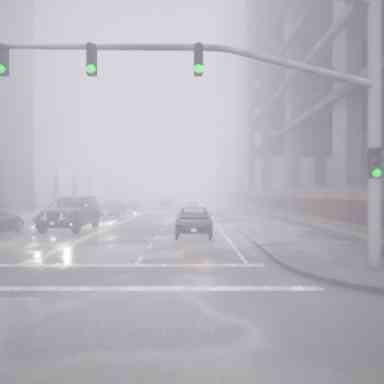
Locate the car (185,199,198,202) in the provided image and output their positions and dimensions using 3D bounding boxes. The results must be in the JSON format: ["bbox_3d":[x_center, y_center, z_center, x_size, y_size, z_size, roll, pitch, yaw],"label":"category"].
[{"bbox_3d":[-0.049,1.618,47.073,1.895,1.301,4.718,0,0,0],"label":"car"}]

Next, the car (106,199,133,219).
[{"bbox_3d":[-7.107,1.513,29.975,2.128,1.511,4.902,0,0,0],"label":"car"}]

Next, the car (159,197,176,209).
[{"bbox_3d":[-3.550,1.522,46.100,1.837,1.490,4.892,0,0,0],"label":"car"}]

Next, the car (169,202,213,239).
[{"bbox_3d":[0.081,1.517,17.472,2.128,1.511,4.902,0,0,0],"label":"car"}]

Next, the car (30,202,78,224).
[{"bbox_3d":[-10.614,1.548,26.058,1.812,1.442,4.674,0,0,0],"label":"car"}]

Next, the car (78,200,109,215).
[{"bbox_3d":[-10.570,1.620,35.913,1.895,1.301,4.718,0,0,1],"label":"car"}]

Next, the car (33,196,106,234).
[{"bbox_3d":[-7.108,1.246,19.761,2.150,2.045,5.566,0,0,1],"label":"car"}]

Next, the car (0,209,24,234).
[{"bbox_3d":[-10.616,1.589,17.413,1.994,1.385,4.181,0,0,0],"label":"car"}]

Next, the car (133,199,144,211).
[{"bbox_3d":[-7.044,1.566,40.540,2.033,1.411,5.357,0,0,0],"label":"car"}]
